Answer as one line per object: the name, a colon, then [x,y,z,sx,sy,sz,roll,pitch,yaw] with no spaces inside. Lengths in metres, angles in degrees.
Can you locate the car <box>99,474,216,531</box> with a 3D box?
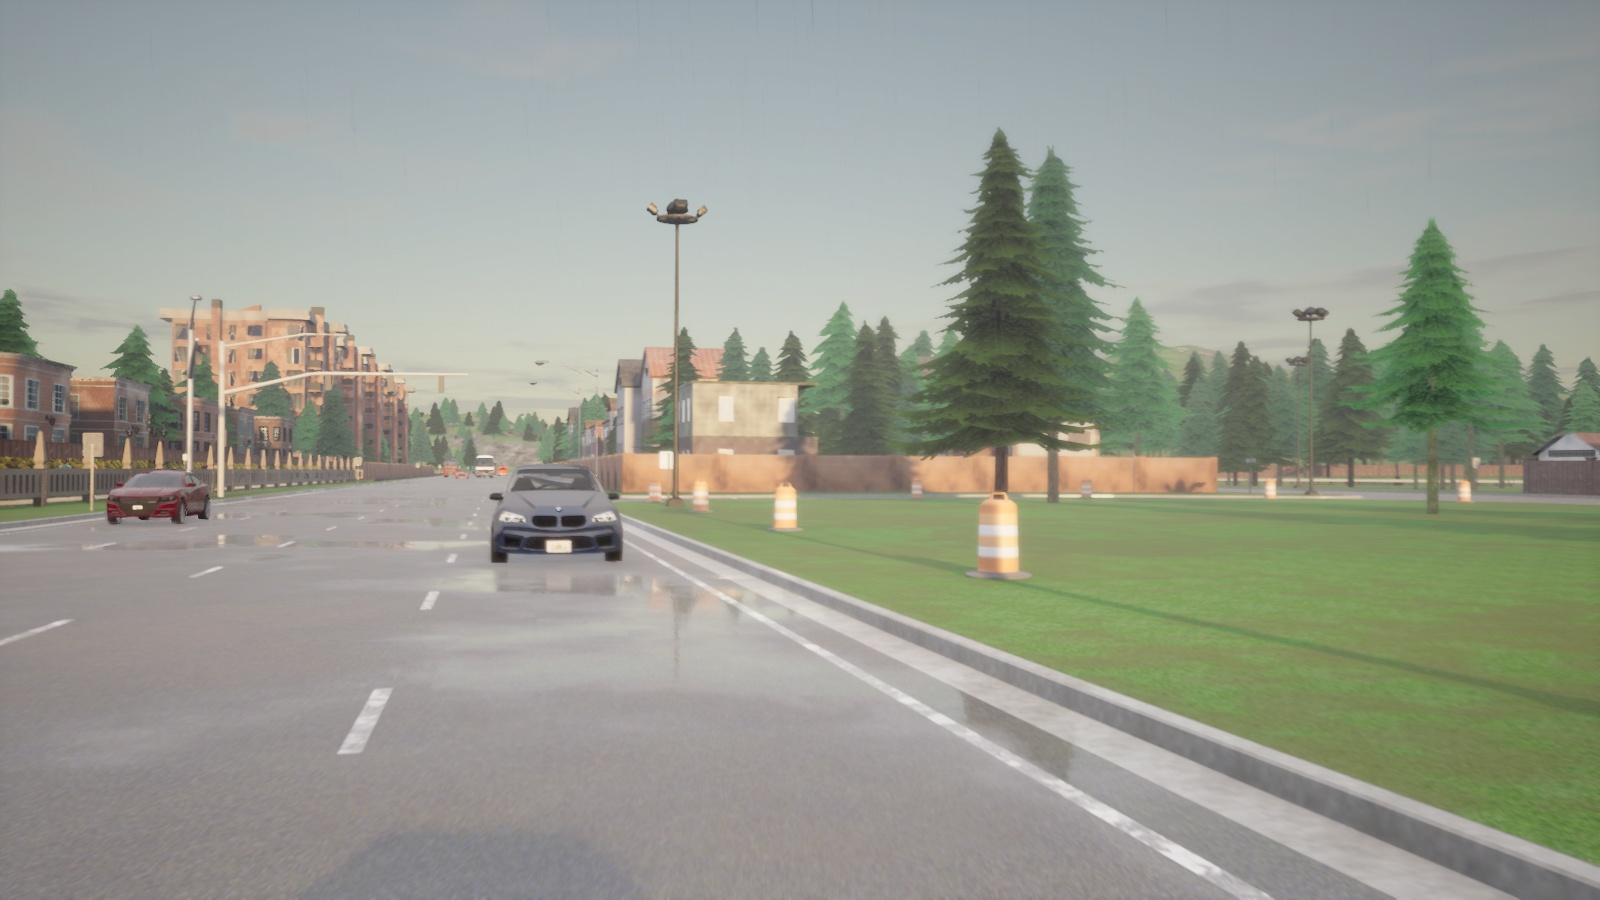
car: [-18.543,1.470,36.495,1.882,1.535,5.008,0,-1,-13]

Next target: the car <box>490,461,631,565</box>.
car: [-4.407,1.050,22.579,2.242,1.667,4.611,0,-1,-13]
